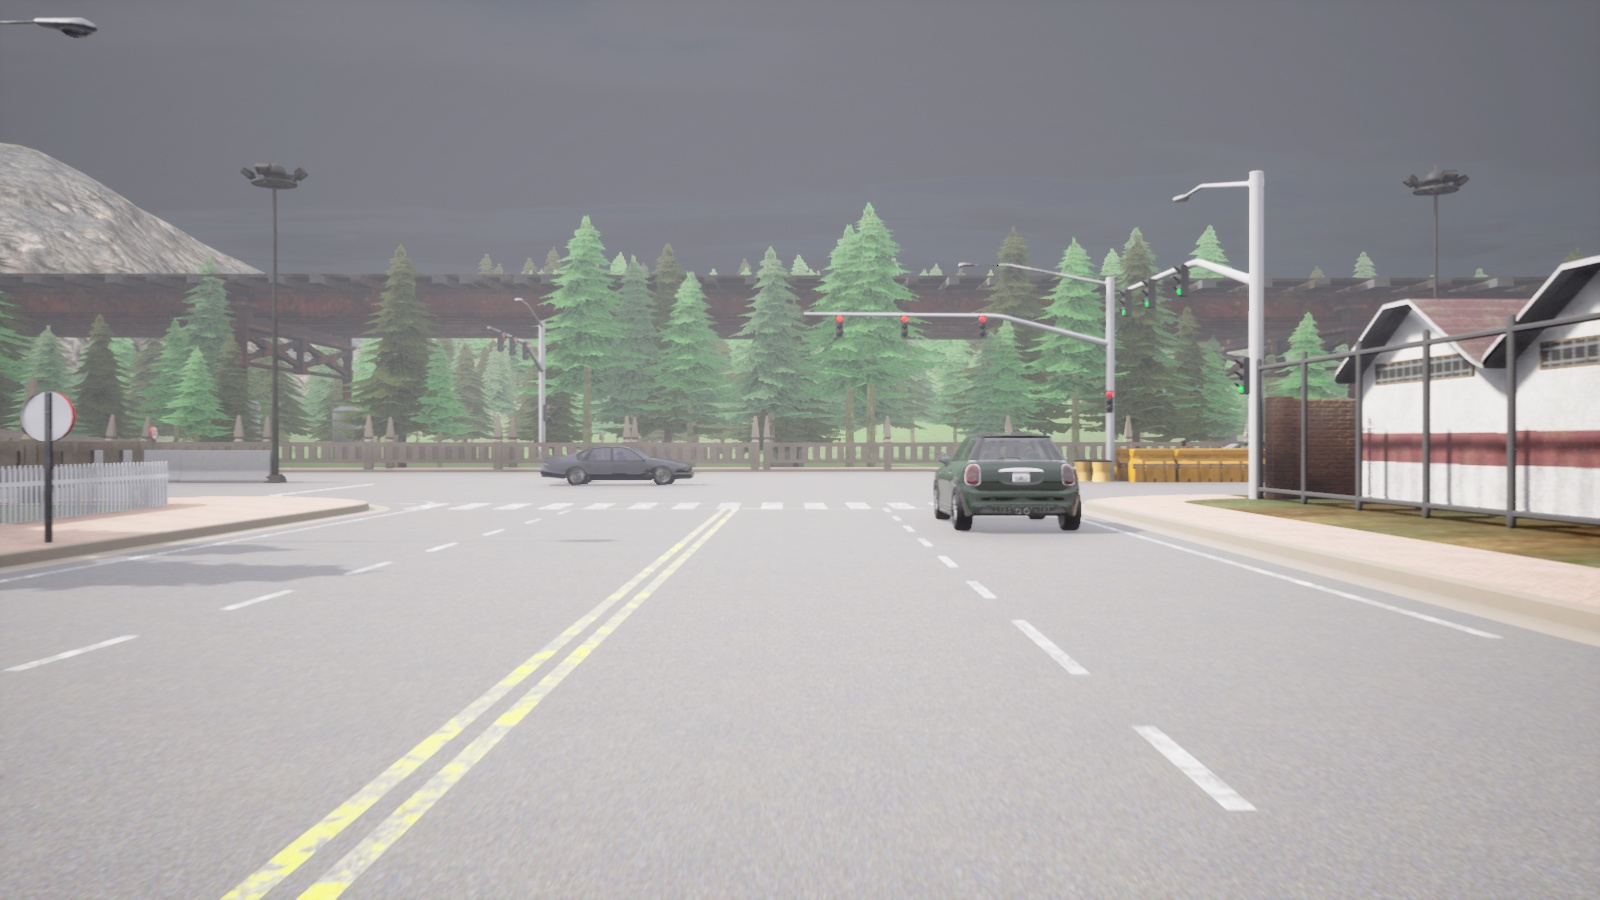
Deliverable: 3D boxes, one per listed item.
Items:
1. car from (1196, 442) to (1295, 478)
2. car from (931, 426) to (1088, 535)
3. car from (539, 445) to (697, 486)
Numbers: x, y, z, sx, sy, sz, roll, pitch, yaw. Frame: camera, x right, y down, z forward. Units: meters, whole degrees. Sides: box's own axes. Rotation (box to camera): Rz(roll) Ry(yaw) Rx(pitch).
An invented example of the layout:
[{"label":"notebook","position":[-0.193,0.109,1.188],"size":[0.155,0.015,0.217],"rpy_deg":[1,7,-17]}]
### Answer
[{"label":"car","position":[19.696,0.428,55.601],"size":[3.705,1.549,1.789],"rpy_deg":[0,0,-1]},{"label":"car","position":[3.645,0.480,22.738],"size":[2.097,1.767,4.553],"rpy_deg":[0,0,0]},{"label":"car","position":[-6.376,0.539,44.440],"size":[5.357,1.411,2.033],"rpy_deg":[0,0,-1]}]
